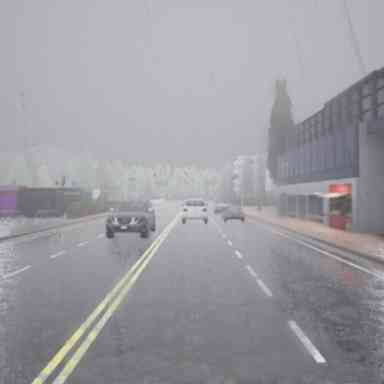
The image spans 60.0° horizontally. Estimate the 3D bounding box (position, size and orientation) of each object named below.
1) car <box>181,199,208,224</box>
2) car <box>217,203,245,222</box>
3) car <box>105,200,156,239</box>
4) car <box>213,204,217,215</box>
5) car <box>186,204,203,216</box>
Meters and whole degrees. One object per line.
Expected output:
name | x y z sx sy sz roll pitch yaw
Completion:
car | 0.239 1.615 29.061 2.150 2.045 5.566 0 -1 0
car | 3.721 1.962 30.661 2.033 1.411 5.357 0 -1 1
car | -3.413 1.484 19.525 2.150 2.045 5.566 0 -1 0
car | 3.751 2.094 42.098 1.812 1.442 4.674 0 -1 1
car | 0.300 2.157 41.271 1.895 1.301 4.718 0 -1 0
